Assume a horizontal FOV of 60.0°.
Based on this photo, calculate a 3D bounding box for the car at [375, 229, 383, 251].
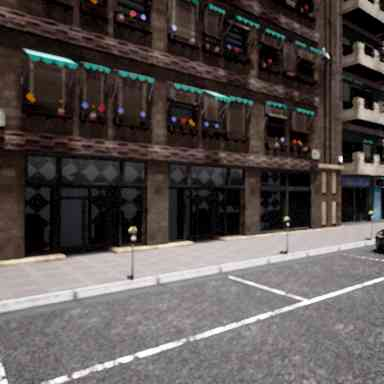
[{"bbox_3d":[8.864,1.578,12.899,4.313,1.339,1.947,0,0,-36],"label":"car"}]
